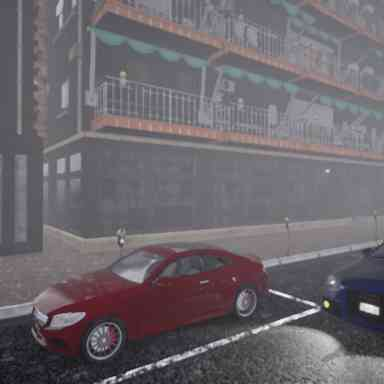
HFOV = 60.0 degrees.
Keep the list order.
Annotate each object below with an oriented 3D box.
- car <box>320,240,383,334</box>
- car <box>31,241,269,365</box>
[{"bbox_3d":[4.258,1.547,6.089,4.181,1.385,1.994,0,0,-35],"label":"car"},{"bbox_3d":[-0.457,1.575,5.760,4.206,1.307,1.802,0,0,-35],"label":"car"}]
